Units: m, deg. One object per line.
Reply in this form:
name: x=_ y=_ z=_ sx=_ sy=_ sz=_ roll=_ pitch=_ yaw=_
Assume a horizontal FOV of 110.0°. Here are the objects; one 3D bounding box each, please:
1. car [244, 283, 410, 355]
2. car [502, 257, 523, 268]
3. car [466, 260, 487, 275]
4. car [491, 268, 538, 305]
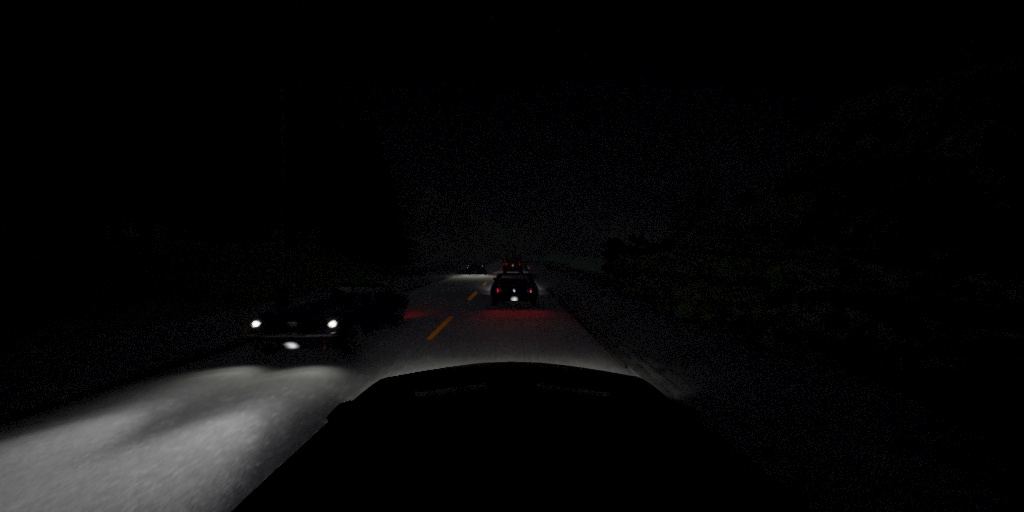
car: x=-4.104 y=1.371 z=8.897 sx=1.895 sy=1.301 sz=4.718 roll=0 pitch=0 yaw=0
car: x=0.085 y=1.085 z=41.077 sx=2.150 sy=2.045 sz=5.566 roll=0 pitch=0 yaw=0
car: x=-4.091 y=1.218 z=41.792 sx=2.097 sy=1.767 sz=4.553 roll=0 pitch=0 yaw=0
car: x=0.093 y=1.393 z=16.250 sx=1.895 sy=1.301 sz=4.718 roll=0 pitch=0 yaw=0
